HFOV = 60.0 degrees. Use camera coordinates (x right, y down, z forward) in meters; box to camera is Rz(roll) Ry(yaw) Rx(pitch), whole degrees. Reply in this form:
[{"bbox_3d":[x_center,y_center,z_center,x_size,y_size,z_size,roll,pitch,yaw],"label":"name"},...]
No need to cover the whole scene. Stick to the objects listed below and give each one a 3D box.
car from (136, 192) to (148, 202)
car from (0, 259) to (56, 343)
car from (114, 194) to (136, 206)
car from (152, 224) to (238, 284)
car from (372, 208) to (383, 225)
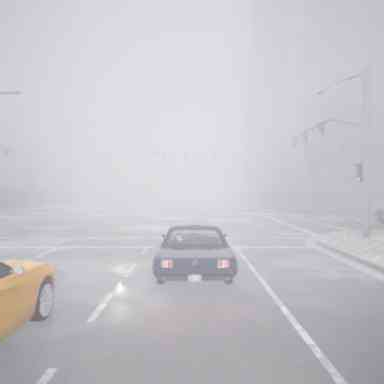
[{"bbox_3d":[-10.370,0.938,67.422,2.150,2.045,5.566,0,1,1],"label":"car"},{"bbox_3d":[-3.452,1.459,4.164,1.882,1.535,5.008,0,0,0],"label":"car"},{"bbox_3d":[-10.678,1.329,51.722,2.033,1.411,5.357,0,0,1],"label":"car"},{"bbox_3d":[0.066,1.561,9.371,1.895,1.301,4.718,0,0,0],"label":"car"},{"bbox_3d":[13.637,1.440,20.437,4.674,1.442,1.812,0,0,0],"label":"car"}]
